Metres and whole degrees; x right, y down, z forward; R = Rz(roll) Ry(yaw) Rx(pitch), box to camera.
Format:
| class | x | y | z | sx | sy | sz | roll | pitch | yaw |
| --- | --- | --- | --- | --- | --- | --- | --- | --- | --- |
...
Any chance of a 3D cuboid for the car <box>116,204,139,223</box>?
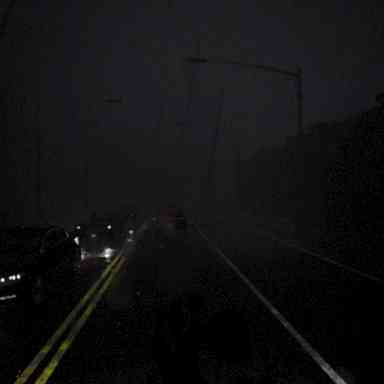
| class | x | y | z | sx | sy | sz | roll | pitch | yaw |
| --- | --- | --- | --- | --- | --- | --- | --- | --- | --- |
| car | -5.610 | 1.754 | 28.177 | 1.882 | 1.535 | 5.008 | -1 | 0 | -4 |

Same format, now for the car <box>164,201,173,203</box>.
| class | x | y | z | sx | sy | sz | roll | pitch | yaw |
| --- | --- | --- | --- | --- | --- | --- | --- | --- | --- |
| car | -3.135 | 1.927 | 44.251 | 1.994 | 1.385 | 4.181 | -1 | -1 | -4 |

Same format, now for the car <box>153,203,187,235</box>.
| class | x | y | z | sx | sy | sz | roll | pitch | yaw |
| --- | --- | --- | --- | --- | --- | --- | --- | --- | --- |
| car | -1.315 | 1.657 | 20.208 | 2.128 | 1.511 | 4.902 | -1 | 0 | -4 |

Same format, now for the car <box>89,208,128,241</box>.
| class | x | y | z | sx | sy | sz | roll | pitch | yaw |
| --- | --- | --- | --- | --- | --- | --- | --- | --- | --- |
| car | -4.864 | 1.795 | 18.100 | 1.895 | 1.301 | 4.718 | -1 | 0 | -4 |

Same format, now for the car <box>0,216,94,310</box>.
| class | x | y | z | sx | sy | sz | roll | pitch | yaw |
| --- | --- | --- | --- | --- | --- | --- | --- | --- | --- |
| car | -4.124 | 1.603 | 8.176 | 2.128 | 1.511 | 4.902 | -1 | 0 | -4 |

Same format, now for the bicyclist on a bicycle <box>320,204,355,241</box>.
| class | x | y | z | sx | sy | sz | roll | pitch | yaw |
| --- | --- | --- | --- | --- | --- | --- | --- | --- | --- |
| bicyclist on a bicycle | 6.404 | 1.332 | 14.652 | 1.656 | 1.620 | 0.582 | -1 | 0 | -4 |
